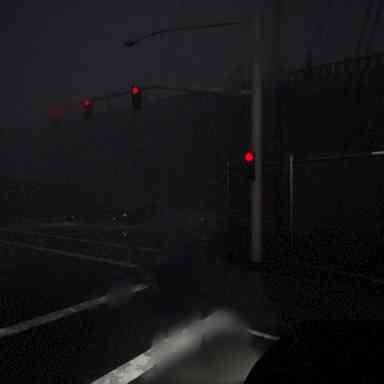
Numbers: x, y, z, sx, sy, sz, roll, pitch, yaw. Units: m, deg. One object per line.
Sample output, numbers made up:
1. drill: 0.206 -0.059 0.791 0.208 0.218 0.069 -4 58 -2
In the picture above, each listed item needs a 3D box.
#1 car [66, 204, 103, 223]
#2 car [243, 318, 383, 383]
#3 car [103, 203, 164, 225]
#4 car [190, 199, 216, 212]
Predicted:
1. car: -7.615 1.618 25.949 1.994 1.385 4.181 0 0 35
2. car: 2.940 1.547 1.869 5.357 1.411 2.033 0 0 36
3. car: -4.026 1.581 24.955 1.812 1.442 4.674 0 0 35
4. car: 1.717 1.581 39.041 1.812 1.442 4.674 0 0 35
